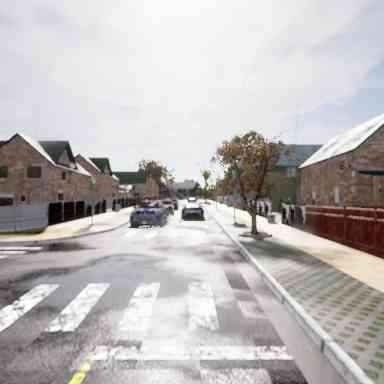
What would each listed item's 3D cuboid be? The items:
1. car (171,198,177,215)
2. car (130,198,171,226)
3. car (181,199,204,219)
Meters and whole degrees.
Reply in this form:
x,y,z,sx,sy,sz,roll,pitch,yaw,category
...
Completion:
x,y,z,sx,sy,sz,roll,pitch,yaw,category
-2.880,1.587,35.205,1.837,1.490,4.892,0,-1,0,car
-2.957,1.396,23.503,2.097,1.767,4.553,0,0,2,car
0.068,1.628,30.321,1.994,1.385,4.181,0,0,0,car
